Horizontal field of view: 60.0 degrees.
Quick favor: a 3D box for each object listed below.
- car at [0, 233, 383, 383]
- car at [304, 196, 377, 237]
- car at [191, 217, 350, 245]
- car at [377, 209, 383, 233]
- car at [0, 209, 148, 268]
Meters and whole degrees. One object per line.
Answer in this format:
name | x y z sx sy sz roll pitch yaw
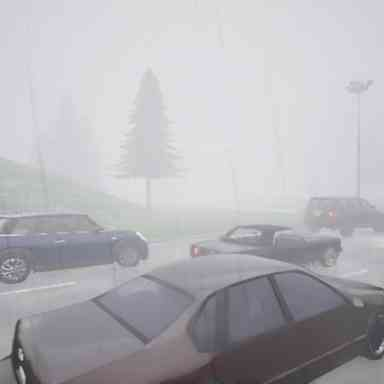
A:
car | 0.649 1.552 4.212 5.357 1.411 2.033 0 0 -35
car | 8.531 1.252 18.424 5.566 2.045 2.150 0 0 -35
car | 2.354 1.615 9.722 4.718 1.301 1.895 0 0 -35
car | 11.306 1.582 16.063 5.357 1.411 2.033 0 0 -38
car | -3.577 1.356 9.793 4.553 1.767 2.097 0 0 -36
